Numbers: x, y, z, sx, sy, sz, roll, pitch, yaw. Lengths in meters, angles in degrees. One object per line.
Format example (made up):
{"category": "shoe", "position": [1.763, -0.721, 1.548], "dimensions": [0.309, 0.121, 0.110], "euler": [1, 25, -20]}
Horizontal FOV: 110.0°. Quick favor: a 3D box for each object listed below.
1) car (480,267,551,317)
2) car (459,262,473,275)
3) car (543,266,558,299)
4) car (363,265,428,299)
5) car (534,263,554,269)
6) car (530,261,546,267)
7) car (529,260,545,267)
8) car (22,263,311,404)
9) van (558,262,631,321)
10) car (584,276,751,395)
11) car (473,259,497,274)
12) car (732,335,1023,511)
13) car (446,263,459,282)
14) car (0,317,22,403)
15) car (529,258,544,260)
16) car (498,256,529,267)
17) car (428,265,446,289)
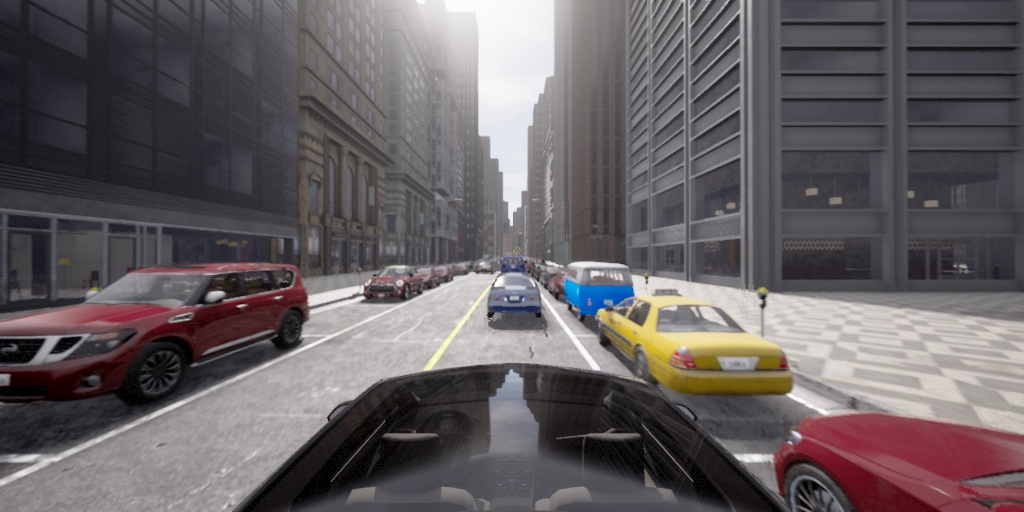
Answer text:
{"category": "car", "position": [0.084, 1.312, 13.290], "dimensions": [2.033, 1.411, 5.357], "euler": [0, 0, 0]}
{"category": "car", "position": [-5.764, 1.390, 40.345], "dimensions": [1.802, 1.307, 4.207], "euler": [0, 0, 0]}
{"category": "car", "position": [2.762, 1.352, 17.805], "dimensions": [1.802, 1.307, 4.207], "euler": [0, 0, 0]}
{"category": "car", "position": [-5.763, 1.209, 17.800], "dimensions": [1.967, 1.591, 4.097], "euler": [0, 0, 0]}
{"category": "car", "position": [2.762, 1.329, 23.442], "dimensions": [2.007, 1.370, 4.403], "euler": [0, 0, 0]}
{"category": "car", "position": [2.761, 1.354, 29.078], "dimensions": [1.948, 1.339, 4.313], "euler": [0, 0, 0]}
{"category": "car", "position": [2.761, 1.364, 34.714], "dimensions": [1.948, 1.339, 4.313], "euler": [0, 0, 0]}
{"category": "car", "position": [-5.762, 1.070, 6.529], "dimensions": [2.192, 1.841, 5.009], "euler": [0, 0, 0]}
{"category": "van", "position": [2.762, 1.103, 12.168], "dimensions": [1.690, 1.789, 3.998], "euler": [0, 0, 0]}
{"category": "car", "position": [2.763, 1.281, 6.702], "dimensions": [1.751, 1.417, 4.829], "euler": [0, 0, 0]}
{"category": "car", "position": [-3.095, 1.374, 41.374], "dimensions": [1.994, 1.385, 4.181], "euler": [0, 0, 0]}
{"category": "car", "position": [2.763, 1.331, 0.895], "dimensions": [1.802, 1.307, 4.207], "euler": [0, 0, 0]}
{"category": "car", "position": [-5.764, 1.370, 29.072], "dimensions": [1.802, 1.307, 4.207], "euler": [0, 0, 0]}
{"category": "car", "position": [-5.762, 1.064, 0.892], "dimensions": [2.192, 1.841, 5.009], "euler": [0, 0, 0]}
{"category": "car", "position": [2.761, 1.123, 40.351], "dimensions": [2.192, 1.841, 5.009], "euler": [0, 0, 0]}
{"category": "car", "position": [0.094, 1.016, 32.477], "dimensions": [2.150, 2.045, 5.566], "euler": [0, 0, 0]}
{"category": "car", "position": [-5.763, 1.360, 23.435], "dimensions": [1.802, 1.307, 4.207], "euler": [0, 0, 0]}
